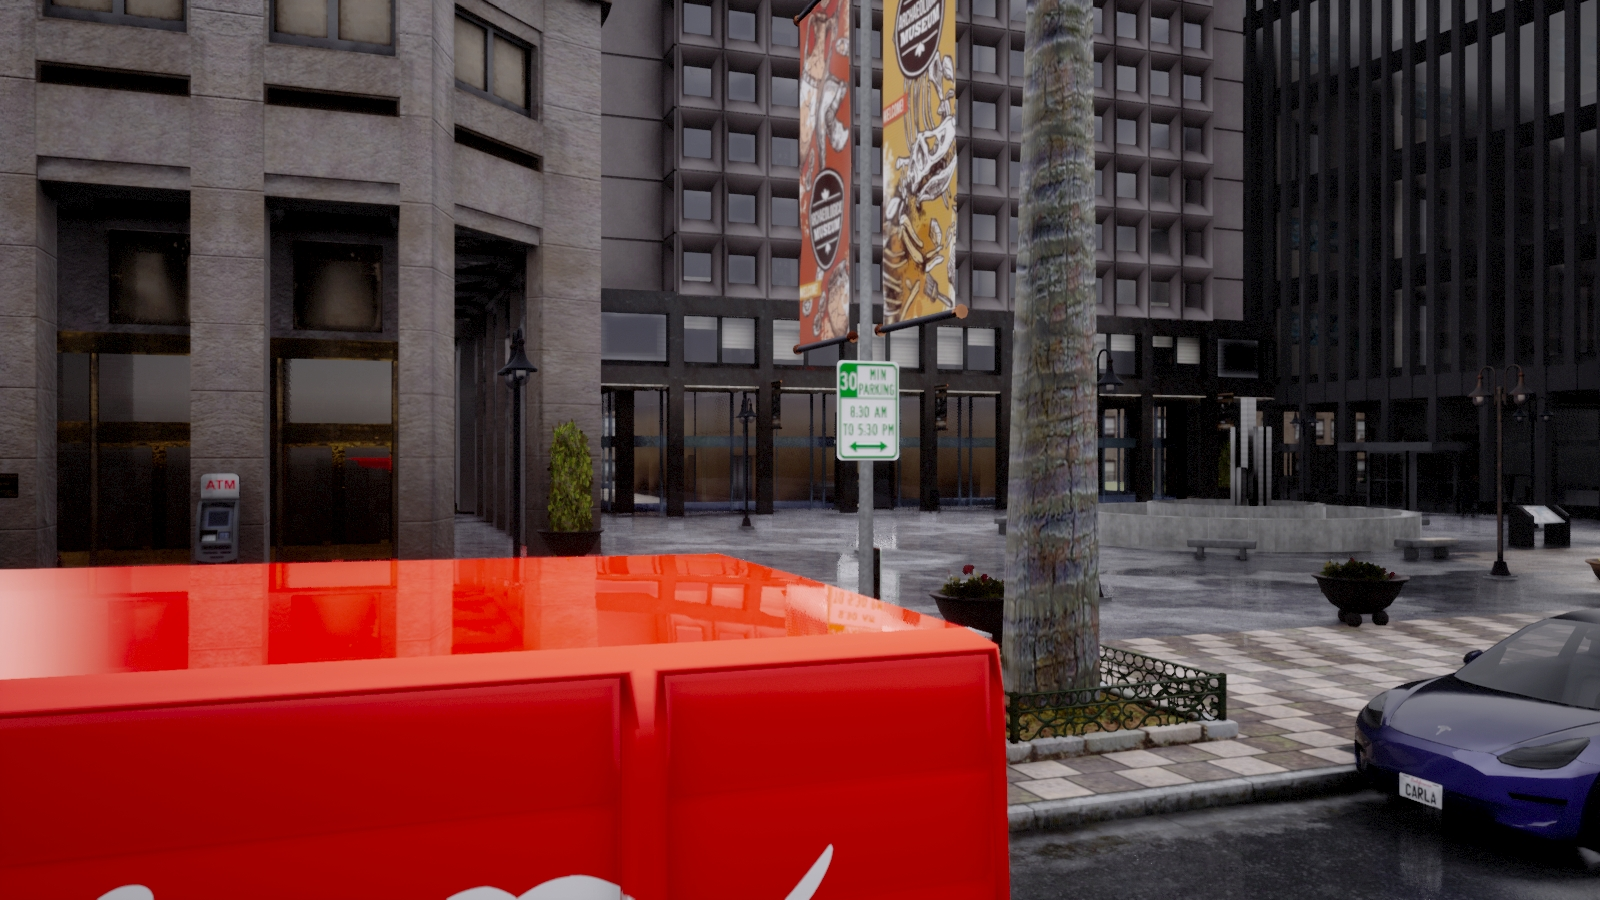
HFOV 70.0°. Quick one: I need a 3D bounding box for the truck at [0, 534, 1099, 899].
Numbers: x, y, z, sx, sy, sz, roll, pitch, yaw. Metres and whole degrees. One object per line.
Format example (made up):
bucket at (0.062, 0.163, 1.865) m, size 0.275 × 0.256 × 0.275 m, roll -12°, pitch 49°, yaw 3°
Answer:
truck at (-2.337, 1.568, 2.464) m, size 5.204 × 2.467 × 2.627 m, roll 0°, pitch 0°, yaw -20°
